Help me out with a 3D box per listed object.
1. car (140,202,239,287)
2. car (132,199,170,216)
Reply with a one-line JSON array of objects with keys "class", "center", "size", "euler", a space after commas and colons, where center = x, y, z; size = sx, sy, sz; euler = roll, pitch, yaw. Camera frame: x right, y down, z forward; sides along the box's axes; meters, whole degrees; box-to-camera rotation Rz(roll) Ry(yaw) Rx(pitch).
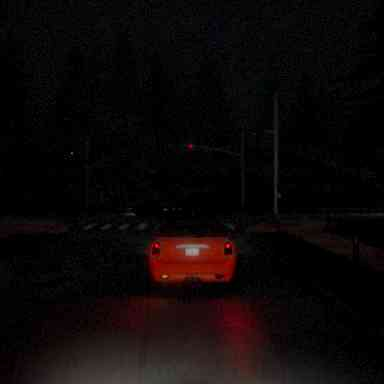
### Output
[{"class": "car", "center": [0.009, 1.313, 9.337], "size": [2.097, 1.767, 4.553], "euler": [0, 0, 0]}, {"class": "car", "center": [-2.888, 1.310, 26.981], "size": [2.033, 1.411, 5.357], "euler": [-1, 1, -37]}]
